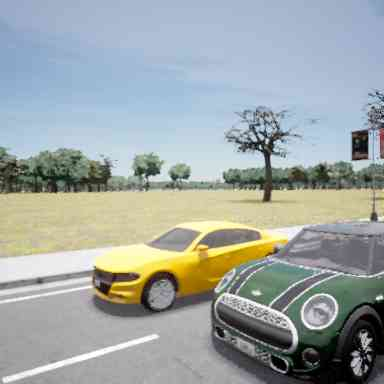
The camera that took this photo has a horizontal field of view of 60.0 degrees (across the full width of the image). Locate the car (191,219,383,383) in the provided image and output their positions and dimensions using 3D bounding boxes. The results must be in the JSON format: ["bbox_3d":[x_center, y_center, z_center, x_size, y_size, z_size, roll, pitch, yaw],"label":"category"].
[{"bbox_3d":[2.496,1.327,5.465,4.553,1.767,2.097,0,0,-35],"label":"car"}]

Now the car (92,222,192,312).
[{"bbox_3d":[0.217,1.455,7.832,5.008,1.535,1.882,0,0,-35],"label":"car"}]
